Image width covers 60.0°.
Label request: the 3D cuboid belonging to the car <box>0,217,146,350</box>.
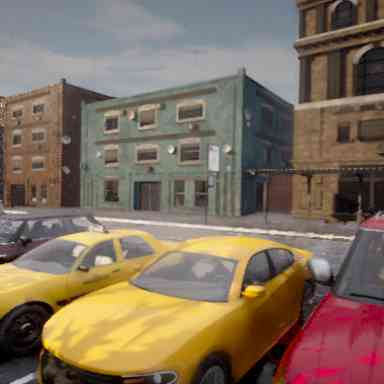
[{"bbox_3d":[-2.042,1.444,6.335,1.946,1.575,5.366,0,0,35],"label":"car"}]

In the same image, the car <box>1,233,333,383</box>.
[{"bbox_3d":[0.343,1.460,4.888,2.097,1.535,5.008,0,0,35],"label":"car"}]

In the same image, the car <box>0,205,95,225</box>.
[{"bbox_3d":[-4.090,1.308,8.042,2.185,1.767,4.553,0,0,35],"label":"car"}]
